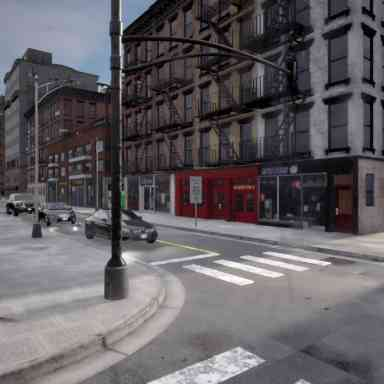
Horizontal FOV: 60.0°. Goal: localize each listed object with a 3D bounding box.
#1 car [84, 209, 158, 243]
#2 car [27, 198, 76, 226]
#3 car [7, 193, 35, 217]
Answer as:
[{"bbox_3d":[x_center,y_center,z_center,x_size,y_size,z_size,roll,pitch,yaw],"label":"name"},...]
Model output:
[{"bbox_3d":[-3.408,1.508,15.225,1.812,1.442,4.674,0,0,-39],"label":"car"},{"bbox_3d":[-9.676,1.457,23.342,2.128,1.511,4.902,0,0,-38],"label":"car"},{"bbox_3d":[-16.029,1.168,31.607,2.150,2.045,5.566,0,0,-37],"label":"car"}]
